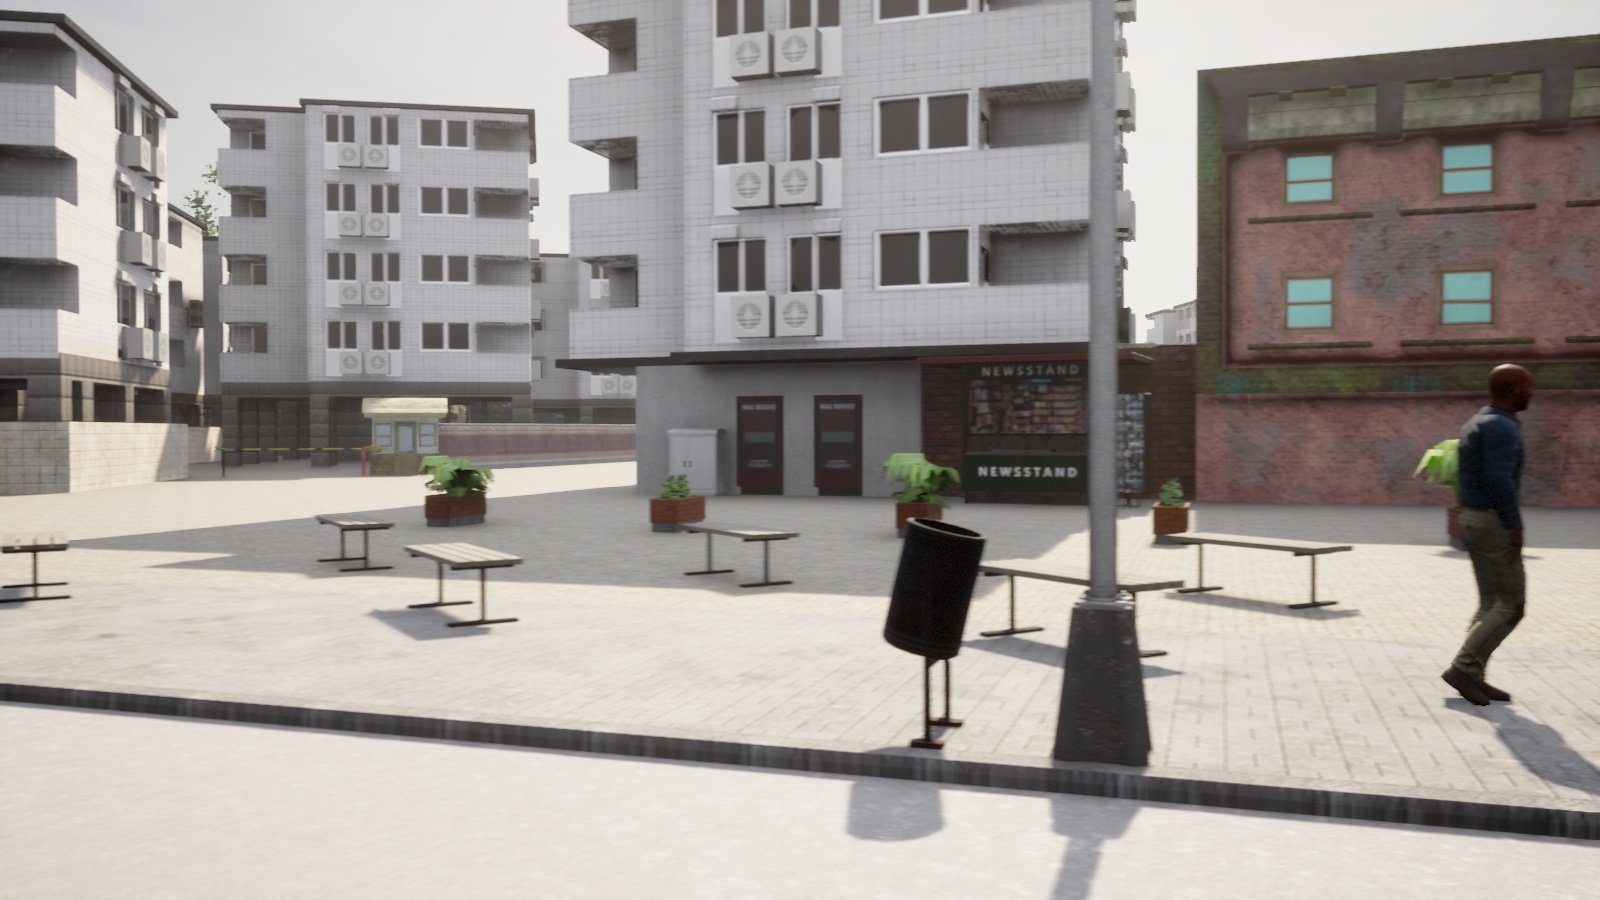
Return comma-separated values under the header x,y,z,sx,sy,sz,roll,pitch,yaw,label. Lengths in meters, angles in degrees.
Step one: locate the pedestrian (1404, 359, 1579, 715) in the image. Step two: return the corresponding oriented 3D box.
x,y,z,sx,sy,sz,roll,pitch,yaw,label
3.682,0.443,6.718,0.726,1.835,0.370,0,1,12,pedestrian
